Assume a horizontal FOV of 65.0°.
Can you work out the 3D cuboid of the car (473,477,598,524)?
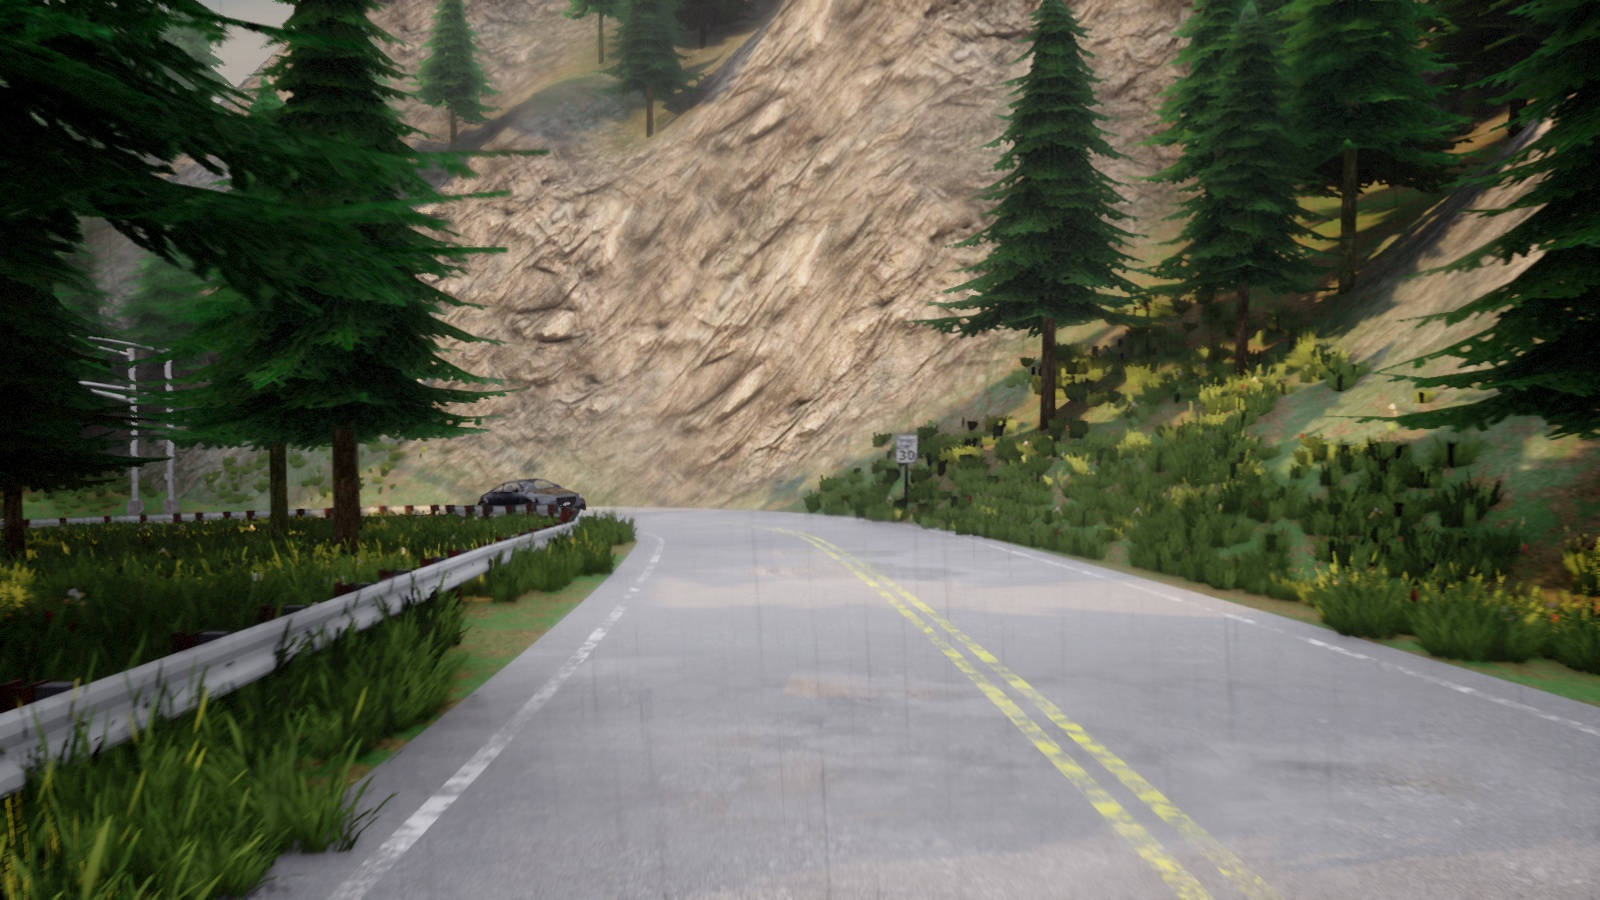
[{"bbox_3d":[-8.920,1.718,42.141,4.181,1.385,1.994,-3,0,43],"label":"car"}]
